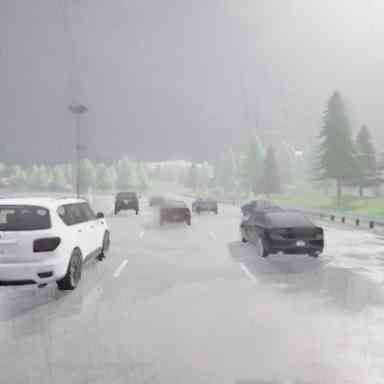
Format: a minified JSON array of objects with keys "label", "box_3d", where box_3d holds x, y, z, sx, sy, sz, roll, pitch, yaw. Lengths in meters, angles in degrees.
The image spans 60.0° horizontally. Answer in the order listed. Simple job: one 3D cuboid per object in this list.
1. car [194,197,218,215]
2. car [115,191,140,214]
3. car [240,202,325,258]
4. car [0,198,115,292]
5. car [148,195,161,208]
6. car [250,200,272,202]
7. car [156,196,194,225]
[{"label":"car","box_3d":[1.088,1.223,30.650,2.128,1.511,4.902,0,0,-9]},{"label":"car","box_3d":[-6.082,0.960,31.323,2.150,2.045,5.566,0,0,-9]},{"label":"car","box_3d":[3.084,1.364,12.357,1.882,1.535,5.008,0,0,-3]},{"label":"car","box_3d":[-3.718,1.151,8.831,2.150,2.045,5.566,0,0,-3]},{"label":"car","box_3d":[-4.325,1.161,41.341,1.837,1.490,4.892,0,0,-12]},{"label":"car","box_3d":[5.307,1.311,25.984,2.033,1.411,5.357,0,1,-7]},{"label":"car","box_3d":[-1.237,1.299,22.185,1.882,1.535,5.008,0,0,-7]}]
